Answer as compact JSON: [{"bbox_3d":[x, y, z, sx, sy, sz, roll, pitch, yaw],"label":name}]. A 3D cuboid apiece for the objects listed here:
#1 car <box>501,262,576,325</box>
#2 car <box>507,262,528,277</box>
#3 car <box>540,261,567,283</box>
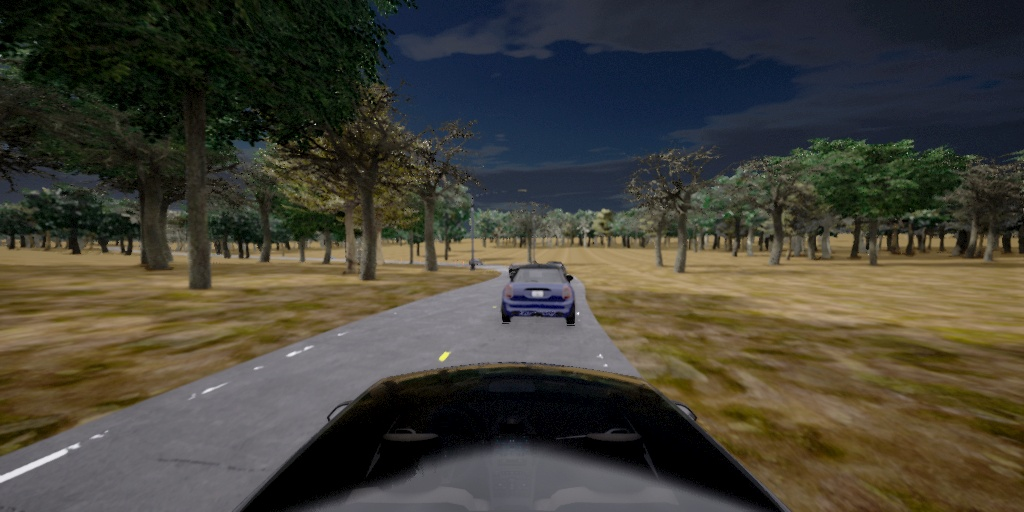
[{"bbox_3d":[0.936,1.034,11.799,2.097,1.767,4.553,1,0,7],"label":"car"},{"bbox_3d":[0.595,1.282,35.372,1.895,1.301,4.718,0,0,2],"label":"car"},{"bbox_3d":[3.245,1.174,27.984,1.837,1.490,4.892,1,0,7],"label":"car"}]
